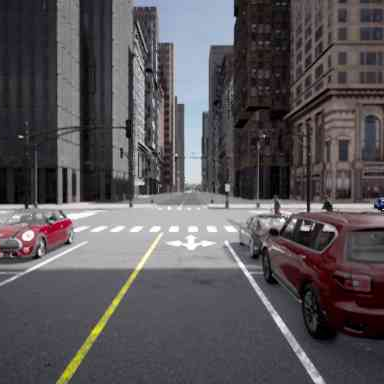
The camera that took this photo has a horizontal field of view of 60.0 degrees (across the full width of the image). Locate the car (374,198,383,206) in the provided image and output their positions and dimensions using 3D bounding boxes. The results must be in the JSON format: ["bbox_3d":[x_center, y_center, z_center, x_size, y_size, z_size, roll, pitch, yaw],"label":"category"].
[{"bbox_3d":[20.014,0.934,30.878,5.566,2.045,2.150,0,1,0],"label":"car"}]

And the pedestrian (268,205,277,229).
[{"bbox_3d":[4.530,1.402,18.691,0.375,1.300,0.375,0,1,0],"label":"pedestrian"}]

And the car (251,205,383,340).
[{"bbox_3d":[2.741,1.268,6.403,2.192,1.841,5.009,0,0,0],"label":"car"}]

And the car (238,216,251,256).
[{"bbox_3d":[2.727,1.464,12.006,2.008,1.369,4.403,0,0,0],"label":"car"}]

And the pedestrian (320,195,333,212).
[{"bbox_3d":[7.332,1.021,18.094,0.375,1.860,0.375,0,1,0],"label":"pedestrian"}]

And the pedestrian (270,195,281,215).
[{"bbox_3d":[4.474,1.009,17.487,0.375,1.860,0.375,0,1,0],"label":"pedestrian"}]

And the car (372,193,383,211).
[{"bbox_3d":[21.351,1.025,34.130,4.553,1.767,2.097,0,1,0],"label":"car"}]

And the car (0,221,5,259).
[{"bbox_3d":[-5.783,1.480,6.209,1.752,1.417,4.829,0,0,0],"label":"car"}]

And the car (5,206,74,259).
[{"bbox_3d":[-5.799,1.354,11.980,1.967,1.590,4.097,0,0,0],"label":"car"}]
